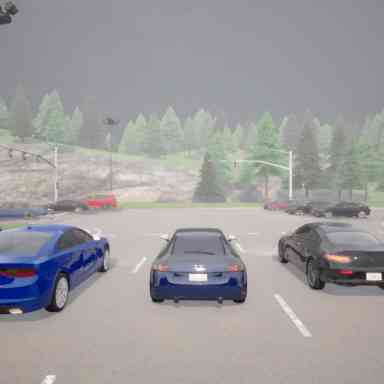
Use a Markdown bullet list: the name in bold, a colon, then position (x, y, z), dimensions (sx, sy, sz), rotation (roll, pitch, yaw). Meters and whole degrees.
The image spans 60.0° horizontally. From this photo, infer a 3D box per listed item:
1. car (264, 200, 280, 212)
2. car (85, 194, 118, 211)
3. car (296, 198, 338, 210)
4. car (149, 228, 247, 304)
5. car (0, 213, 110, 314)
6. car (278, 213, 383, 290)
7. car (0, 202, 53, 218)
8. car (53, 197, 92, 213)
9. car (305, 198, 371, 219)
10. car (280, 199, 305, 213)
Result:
- **car**: position (10.492, 1.564, 38.780), dimensions (4.181, 1.385, 1.994), rotation (0, 0, -5)
- **car**: position (-11.552, 1.223, 38.974), dimensions (5.566, 2.045, 2.150), rotation (0, 0, -13)
- **car**: position (15.932, 1.525, 42.638), dimensions (4.674, 1.442, 1.812), rotation (0, 0, -3)
- **car**: position (0.162, 1.564, 8.223), dimensions (1.994, 1.385, 4.181), rotation (0, 0, 1)
- **car**: position (-3.351, 1.478, 7.725), dimensions (1.882, 1.535, 5.008), rotation (0, 0, 1)
- **car**: position (3.678, 1.526, 8.960), dimensions (1.812, 1.442, 4.674), rotation (0, 0, 1)
- **car**: position (-14.717, 1.547, 27.401), dimensions (5.357, 1.411, 2.033), rotation (0, 0, -15)
- **car**: position (-13.336, 1.506, 34.926), dimensions (4.892, 1.490, 1.837), rotation (0, 0, -13)
- **car**: position (12.635, 1.505, 28.438), dimensions (4.892, 1.490, 1.837), rotation (0, 0, -4)
- **car**: position (11.355, 1.505, 31.841), dimensions (4.892, 1.490, 1.837), rotation (0, 0, -4)
